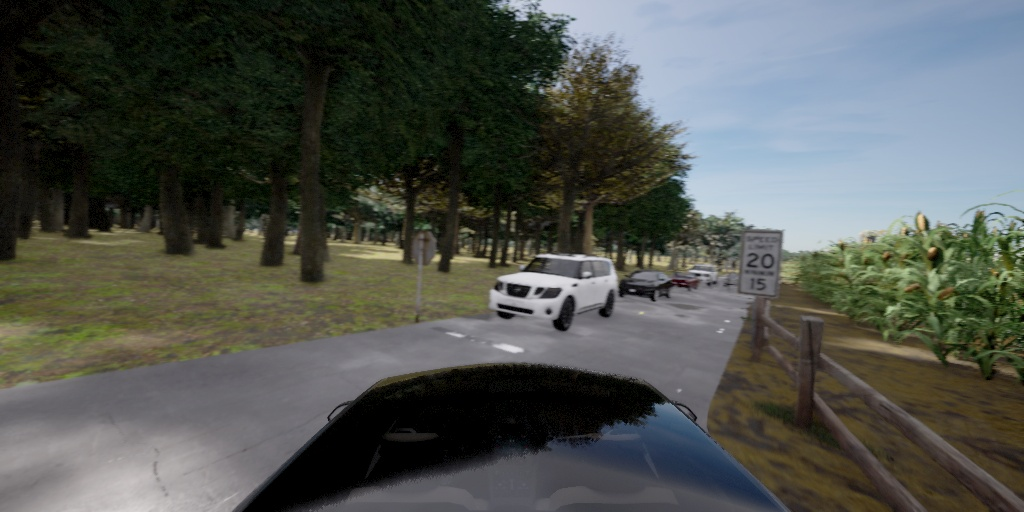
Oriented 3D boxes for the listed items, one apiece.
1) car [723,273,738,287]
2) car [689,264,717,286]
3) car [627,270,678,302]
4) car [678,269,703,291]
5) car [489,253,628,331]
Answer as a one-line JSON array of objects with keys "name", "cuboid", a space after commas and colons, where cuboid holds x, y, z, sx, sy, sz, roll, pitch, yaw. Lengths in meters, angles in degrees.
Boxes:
[{"name": "car", "cuboid": [22.087, 2.441, 35.385, 2.033, 1.411, 5.357, 5, 1, 36]}, {"name": "car", "cuboid": [19.543, 1.893, 36.760, 2.150, 2.045, 5.566, 5, 1, 38]}, {"name": "car", "cuboid": [7.400, 1.508, 19.703, 1.882, 1.535, 5.008, 5, 1, 35]}, {"name": "car", "cuboid": [13.307, 1.943, 28.057, 1.895, 1.301, 4.718, 5, 1, 35]}, {"name": "car", "cuboid": [1.638, 0.948, 11.494, 2.150, 2.045, 5.566, 5, 1, 34]}]
